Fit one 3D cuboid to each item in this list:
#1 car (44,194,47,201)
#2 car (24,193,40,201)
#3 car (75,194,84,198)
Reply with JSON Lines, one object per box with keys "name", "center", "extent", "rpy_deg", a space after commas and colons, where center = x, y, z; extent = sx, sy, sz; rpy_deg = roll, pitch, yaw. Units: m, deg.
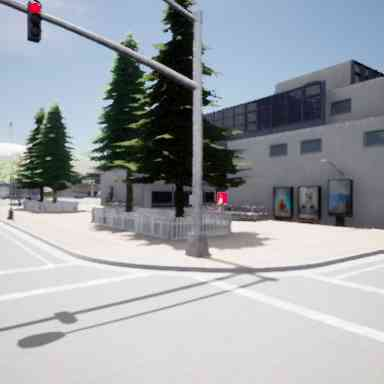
{"name": "car", "center": [-33.509, 1.240, 73.862], "extent": [1.970, 1.475, 3.806], "rpy_deg": [0, 0, -37]}
{"name": "car", "center": [-31.468, 1.243, 66.130], "extent": [1.845, 1.501, 3.633], "rpy_deg": [0, 0, -37]}
{"name": "car", "center": [-30.453, 1.164, 89.841], "extent": [1.845, 1.501, 3.633], "rpy_deg": [0, 0, -37]}
